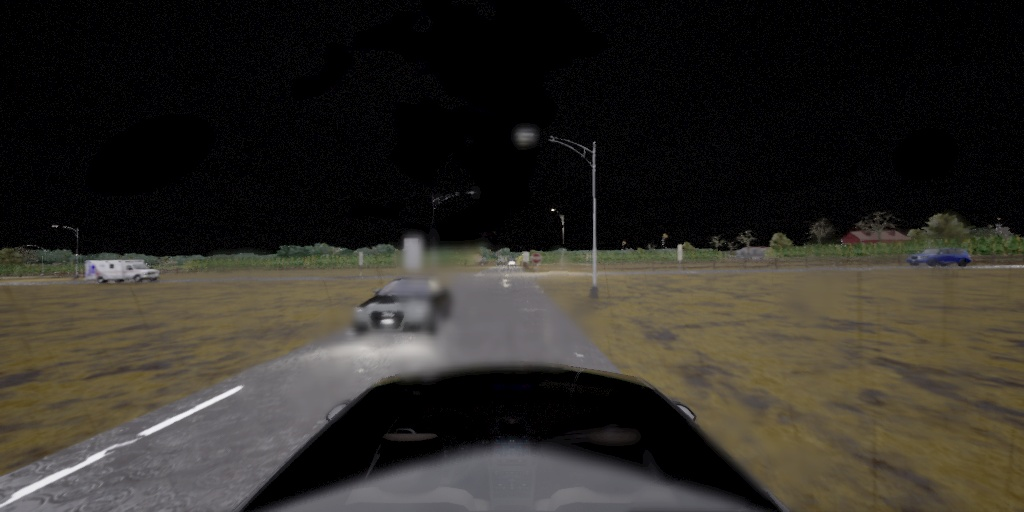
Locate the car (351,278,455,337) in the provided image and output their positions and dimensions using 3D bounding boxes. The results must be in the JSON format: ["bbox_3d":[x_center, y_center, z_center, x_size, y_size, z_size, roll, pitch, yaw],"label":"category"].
[{"bbox_3d":[-2.844,1.329,10.232,1.994,1.385,4.181,0,0,0],"label":"car"}]

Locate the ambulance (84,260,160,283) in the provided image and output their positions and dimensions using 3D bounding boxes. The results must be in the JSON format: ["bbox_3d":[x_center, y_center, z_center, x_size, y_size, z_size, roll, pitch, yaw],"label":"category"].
[{"bbox_3d":[-42.191,1.650,38.998,6.366,2.431,2.351,-1,0,0],"label":"ambulance"}]

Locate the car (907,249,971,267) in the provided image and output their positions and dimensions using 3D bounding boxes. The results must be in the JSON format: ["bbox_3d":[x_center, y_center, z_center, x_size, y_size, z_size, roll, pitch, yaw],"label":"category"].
[{"bbox_3d":[49.091,0.228,41.273,5.566,2.045,2.150,-1,0,0],"label":"car"}]
